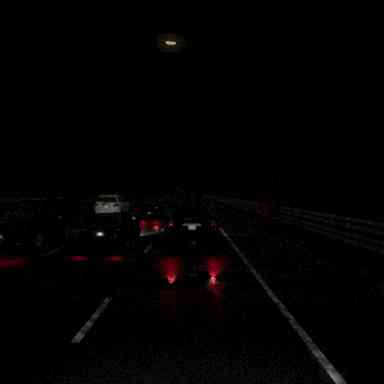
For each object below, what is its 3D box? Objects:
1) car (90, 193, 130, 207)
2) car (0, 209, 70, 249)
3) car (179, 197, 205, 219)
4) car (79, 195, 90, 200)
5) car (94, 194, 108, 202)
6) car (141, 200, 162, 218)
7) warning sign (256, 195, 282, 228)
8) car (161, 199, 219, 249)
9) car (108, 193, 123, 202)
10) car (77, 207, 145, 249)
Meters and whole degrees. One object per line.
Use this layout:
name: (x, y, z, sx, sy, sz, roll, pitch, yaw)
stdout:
car: (-7.000, 1.259, 29.680, 2.150, 2.045, 5.566, 0, 0, 0)
car: (-7.000, 1.486, 14.650, 1.882, 1.535, 5.008, 0, 0, 0)
car: (0.000, 1.367, 29.620, 2.097, 1.767, 4.553, 0, 0, 0)
car: (-24.499, 1.530, 76.729, 1.882, 1.535, 5.008, 0, 0, 0)
car: (-20.999, 1.407, 76.760, 2.097, 1.767, 4.553, 0, 0, 0)
car: (-3.500, 1.496, 29.650, 2.128, 1.511, 4.902, 0, 0, 0)
warning sign: (4.550, 1.115, 19.655, 1.300, 1.860, 1.060, 0, 0, 0)
car: (0.000, 1.367, 14.620, 2.097, 1.767, 4.553, 0, 0, 0)
car: (-17.499, 1.277, 76.701, 2.150, 2.045, 5.566, 0, 0, 0)
car: (-3.500, 1.573, 14.650, 1.994, 1.385, 4.181, 0, 0, 0)
